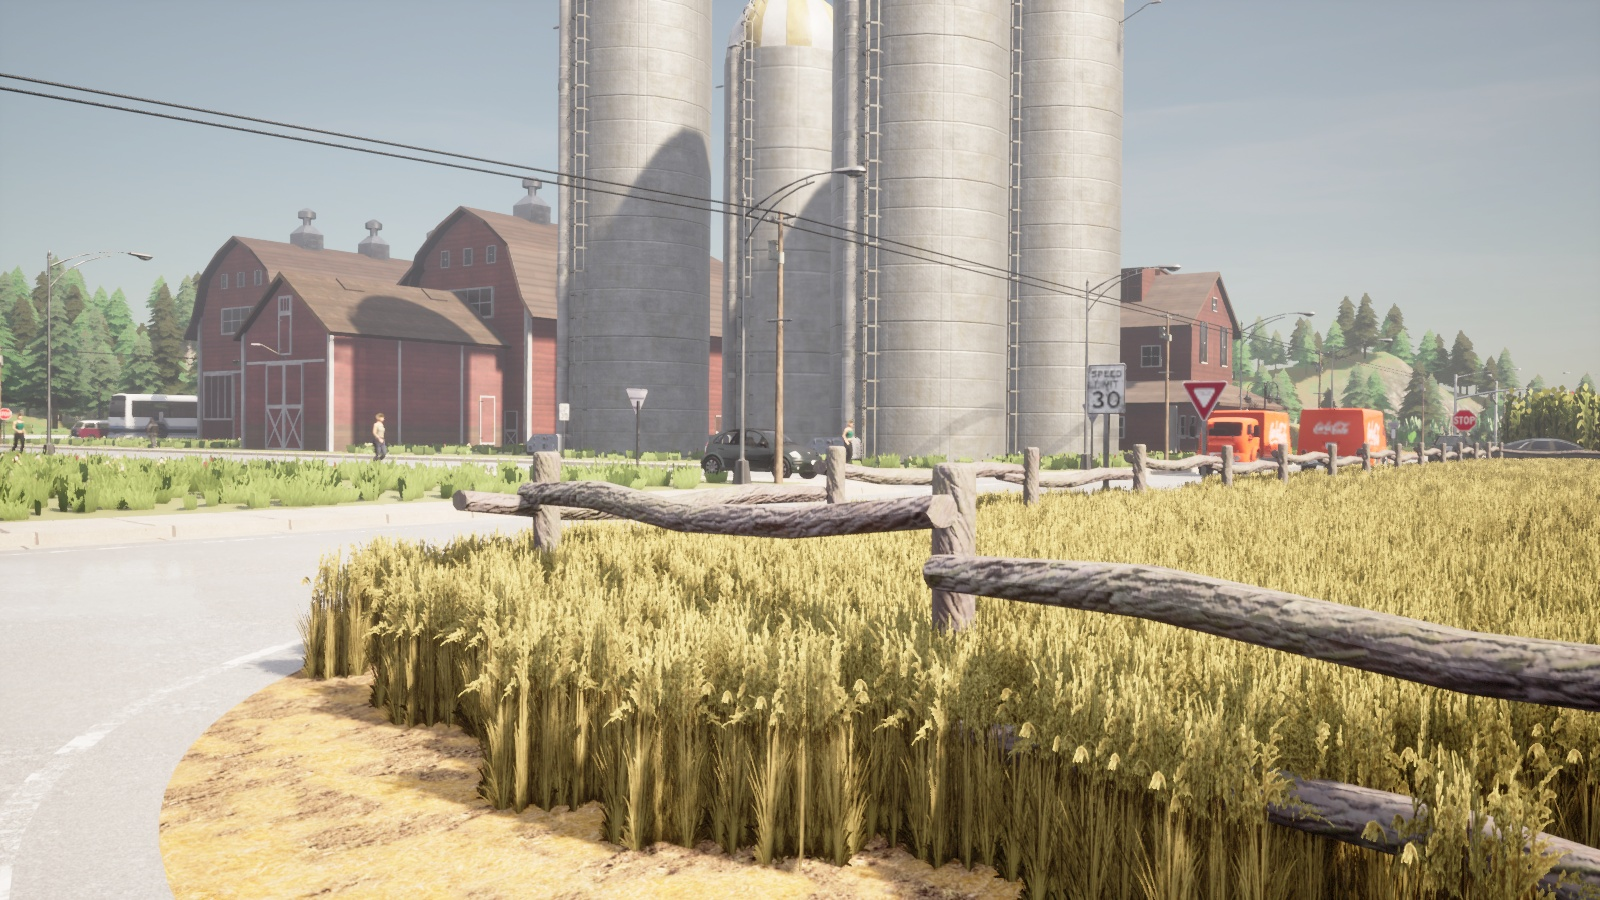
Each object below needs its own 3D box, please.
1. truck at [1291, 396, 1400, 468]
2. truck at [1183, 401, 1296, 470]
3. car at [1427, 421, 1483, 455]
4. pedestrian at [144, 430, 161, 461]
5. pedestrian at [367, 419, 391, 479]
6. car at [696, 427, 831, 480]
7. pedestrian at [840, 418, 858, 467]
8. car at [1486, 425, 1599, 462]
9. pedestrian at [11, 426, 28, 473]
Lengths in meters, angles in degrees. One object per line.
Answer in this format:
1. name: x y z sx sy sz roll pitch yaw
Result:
1. truck: 20.149 -0.591 46.211 2.627 2.467 5.204 0 -1 36
2. truck: 16.623 -0.552 47.294 2.627 2.467 5.204 0 1 36
3. car: 35.134 -0.647 67.302 2.097 1.767 4.553 0 1 35
4. pedestrian: -39.630 -0.304 76.859 0.849 1.883 0.563 0 1 34
5. pedestrian: -13.038 -0.027 38.927 0.594 1.836 0.345 0 1 15
6. car: -1.192 0.091 40.225 3.988 1.617 1.851 0 1 35
7. pedestrian: 1.860 -0.280 47.588 0.594 1.836 0.345 0 1 42
8. car: 31.527 -0.264 52.384 4.892 1.490 1.837 0 1 20
9. pedestrian: -31.032 -0.014 49.924 0.594 1.836 0.345 0 1 32
